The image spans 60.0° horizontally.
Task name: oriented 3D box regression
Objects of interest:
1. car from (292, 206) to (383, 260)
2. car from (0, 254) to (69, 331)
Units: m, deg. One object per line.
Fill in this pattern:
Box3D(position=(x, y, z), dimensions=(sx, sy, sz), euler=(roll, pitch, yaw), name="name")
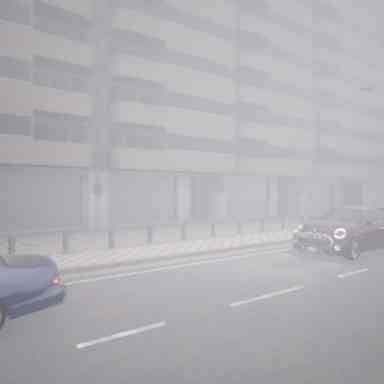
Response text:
Box3D(position=(5.838, 1.338, 12.427), dimensions=(4.553, 1.767, 2.097), euler=(0, 0, -35), name="car")
Box3D(position=(-4.737, 1.548, 4.912), dimensions=(5.357, 1.411, 2.033), euler=(0, 0, -36), name="car")
